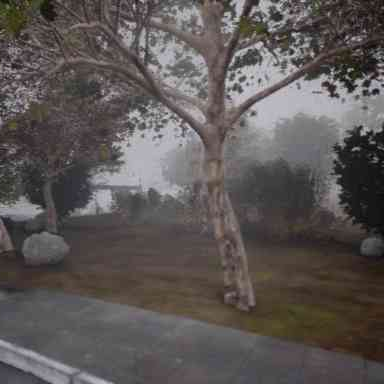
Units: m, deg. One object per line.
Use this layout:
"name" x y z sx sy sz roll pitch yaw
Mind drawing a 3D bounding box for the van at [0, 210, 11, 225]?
"van" -28.444 3.859 47.186 4.442 1.987 1.878 -7 -3 7

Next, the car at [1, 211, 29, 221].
"car" -24.572 3.637 44.061 1.994 1.385 4.181 -7 -3 27

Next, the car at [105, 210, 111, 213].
"car" -14.353 3.520 63.632 2.033 1.411 5.357 -7 -3 28

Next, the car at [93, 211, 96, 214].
"car" -20.315 4.021 63.085 4.892 1.521 2.231 -7 -3 7

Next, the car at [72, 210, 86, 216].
"car" -19.964 3.511 52.934 2.128 1.511 4.902 -7 -3 28

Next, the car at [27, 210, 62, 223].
"car" -24.416 4.051 55.129 4.892 1.521 2.231 -7 -3 7

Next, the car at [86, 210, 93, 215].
"car" -21.737 3.780 60.441 5.566 2.045 2.435 -7 -3 7

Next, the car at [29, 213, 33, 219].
"car" -27.190 4.113 49.834 4.792 1.488 2.163 -7 -3 7

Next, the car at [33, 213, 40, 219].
"car" -25.977 4.083 52.505 5.366 1.575 1.946 -7 -3 7
